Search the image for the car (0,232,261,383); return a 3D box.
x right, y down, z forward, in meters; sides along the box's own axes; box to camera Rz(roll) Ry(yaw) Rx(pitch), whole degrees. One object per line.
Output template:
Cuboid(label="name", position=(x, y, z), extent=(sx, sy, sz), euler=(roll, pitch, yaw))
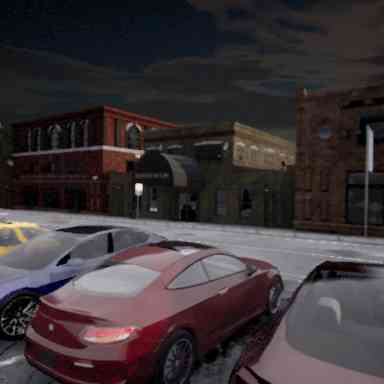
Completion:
Cuboid(label="car", position=(-0.127, 1.507, 5.232), extent=(2.002, 1.452, 4.674), euler=(0, 0, 35))

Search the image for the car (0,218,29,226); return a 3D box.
Cuboid(label="car", position=(-4.551, 1.439, 8.615), extent=(1.946, 1.575, 5.366), euler=(0, 0, 35))

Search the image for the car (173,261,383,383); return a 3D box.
Cuboid(label="car", position=(2.158, 1.509, 3.643), extent=(2.163, 1.488, 4.792), euler=(0, 0, 35))

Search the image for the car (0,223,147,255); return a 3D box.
Cuboid(label="car", position=(-2.409, 1.484, 6.826), extent=(2.163, 1.488, 4.792), euler=(0, 0, 35))
